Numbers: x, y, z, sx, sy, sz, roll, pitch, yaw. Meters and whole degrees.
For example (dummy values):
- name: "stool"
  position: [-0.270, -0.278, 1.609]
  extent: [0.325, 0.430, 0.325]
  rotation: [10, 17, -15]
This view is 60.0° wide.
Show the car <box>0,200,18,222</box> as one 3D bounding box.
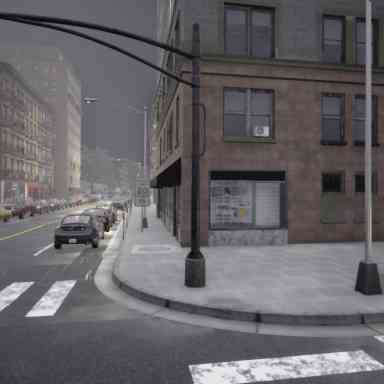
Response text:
- name: "car"
  position: [-14.566, 1.569, 24.000]
  extent: [1.752, 1.417, 4.829]
  rotation: [0, 0, -9]

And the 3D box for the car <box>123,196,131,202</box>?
- name: "car"
  position: [-16.566, 1.790, 84.973]
  extent: [2.008, 1.369, 4.403]
  rotation: [0, 0, -9]

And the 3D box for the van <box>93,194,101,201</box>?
- name: "van"
  position: [-25.383, 1.555, 89.063]
  extent: [1.690, 1.788, 3.998]
  rotation: [0, 0, -9]

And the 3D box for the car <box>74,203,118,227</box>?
- name: "car"
  position: [-5.753, 1.615, 20.084]
  extent: [1.887, 1.381, 4.507]
  rotation: [0, 0, -9]

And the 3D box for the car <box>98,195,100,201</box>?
- name: "car"
  position: [-23.584, 1.499, 78.247]
  extent: [2.192, 1.841, 5.009]
  rotation: [0, 0, -9]

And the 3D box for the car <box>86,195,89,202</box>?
- name: "car"
  position: [-20.860, 1.666, 61.855]
  extent: [1.752, 1.417, 4.829]
  rotation: [0, 0, -9]

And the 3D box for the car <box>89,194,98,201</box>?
- name: "car"
  position: [-22.685, 1.485, 72.839]
  extent: [2.192, 1.841, 5.009]
  rotation: [0, 0, -9]

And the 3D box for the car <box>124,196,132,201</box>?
- name: "car"
  position: [-17.467, 1.819, 90.380]
  extent: [1.947, 1.339, 4.313]
  rotation: [0, 0, -9]

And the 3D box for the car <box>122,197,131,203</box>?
- name: "car"
  position: [-15.665, 1.806, 79.565]
  extent: [1.802, 1.307, 4.206]
  rotation: [0, 0, -9]

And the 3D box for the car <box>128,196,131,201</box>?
- name: "car"
  position: [-11.159, 1.593, 52.529]
  extent: [1.967, 1.590, 4.097]
  rotation: [0, 0, -9]

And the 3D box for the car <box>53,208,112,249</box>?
- name: "car"
  position: [-4.852, 1.607, 14.677]
  extent: [2.008, 1.369, 4.403]
  rotation: [0, 0, -9]

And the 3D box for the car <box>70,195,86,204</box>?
- name: "car"
  position: [-19.988, 1.442, 56.616]
  extent: [2.192, 1.841, 5.009]
  rotation: [0, 0, -9]

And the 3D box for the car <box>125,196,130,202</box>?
- name: "car"
  position: [-10.259, 1.690, 47.121]
  extent: [2.008, 1.369, 4.403]
  rotation: [0, 0, -9]

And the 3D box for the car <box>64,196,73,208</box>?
- name: "car"
  position: [-18.191, 1.650, 45.799]
  extent: [2.008, 1.369, 4.403]
  rotation: [0, 0, -9]

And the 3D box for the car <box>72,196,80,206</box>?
- name: "car"
  position: [-19.090, 1.679, 51.207]
  extent: [1.947, 1.339, 4.313]
  rotation: [0, 0, -9]

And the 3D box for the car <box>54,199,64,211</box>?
- name: "car"
  position: [-17.291, 1.525, 40.392]
  extent: [1.967, 1.590, 4.097]
  rotation: [0, 0, -9]

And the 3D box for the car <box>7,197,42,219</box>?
- name: "car"
  position: [-15.492, 1.373, 29.577]
  extent: [2.192, 1.841, 5.009]
  rotation: [0, 0, -9]

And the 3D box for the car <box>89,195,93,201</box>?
- name: "car"
  position: [-21.788, 1.737, 67.430]
  extent: [1.802, 1.307, 4.206]
  rotation: [0, 0, -9]

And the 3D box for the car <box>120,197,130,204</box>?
- name: "car"
  position: [-13.863, 1.740, 68.751]
  extent: [1.887, 1.381, 4.507]
  rotation: [0, 0, -9]

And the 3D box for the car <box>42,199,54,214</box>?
- name: "car"
  position: [-16.392, 1.512, 34.984]
  extent: [1.967, 1.590, 4.097]
  rotation: [0, 0, -9]

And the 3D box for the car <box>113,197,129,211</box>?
- name: "car"
  position: [-9.358, 1.676, 41.713]
  extent: [2.008, 1.369, 4.403]
  rotation: [0, 0, -9]

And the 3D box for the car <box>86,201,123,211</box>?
- name: "car"
  position: [-6.654, 1.635, 25.491]
  extent: [2.008, 1.369, 4.403]
  rotation: [0, 0, -9]
